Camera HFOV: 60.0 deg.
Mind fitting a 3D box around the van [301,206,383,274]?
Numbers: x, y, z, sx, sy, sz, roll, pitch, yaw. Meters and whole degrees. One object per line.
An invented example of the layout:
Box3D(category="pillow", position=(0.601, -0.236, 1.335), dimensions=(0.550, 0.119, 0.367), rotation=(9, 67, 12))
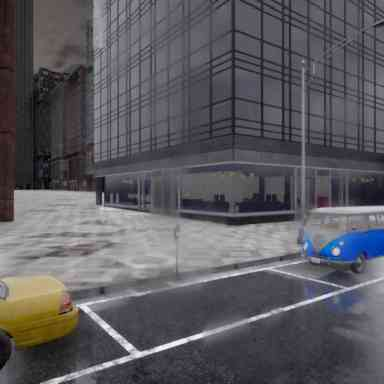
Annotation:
Box3D(category="van", position=(5.080, 1.341, 10.288), dimensions=(3.998, 1.788, 1.690), rotation=(0, 0, -36))

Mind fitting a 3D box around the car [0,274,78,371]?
Box3D(category="car", position=(-3.905, 1.525, 3.864), dimensions=(4.829, 1.417, 1.752), rotation=(0, 0, -36))
